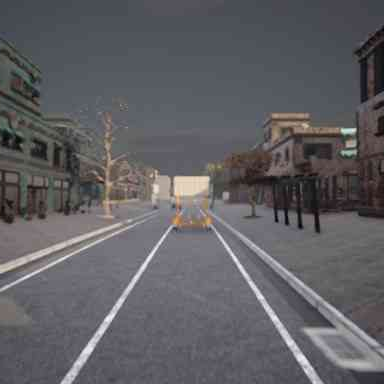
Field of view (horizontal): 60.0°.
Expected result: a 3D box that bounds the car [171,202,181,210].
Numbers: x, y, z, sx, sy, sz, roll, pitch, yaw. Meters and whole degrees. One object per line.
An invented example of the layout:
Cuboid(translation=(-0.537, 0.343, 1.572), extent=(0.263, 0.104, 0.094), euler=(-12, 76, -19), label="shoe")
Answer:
Cuboid(translation=(-3.034, 2.654, 64.575), extent=(2.033, 1.411, 5.357), euler=(0, -1, 0), label="car")

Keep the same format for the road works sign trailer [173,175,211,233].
Cuboid(translation=(-0.006, 0.689, 21.327), extent=(2.380, 3.560, 2.880), euler=(0, -1, 0), label="road works sign trailer")
